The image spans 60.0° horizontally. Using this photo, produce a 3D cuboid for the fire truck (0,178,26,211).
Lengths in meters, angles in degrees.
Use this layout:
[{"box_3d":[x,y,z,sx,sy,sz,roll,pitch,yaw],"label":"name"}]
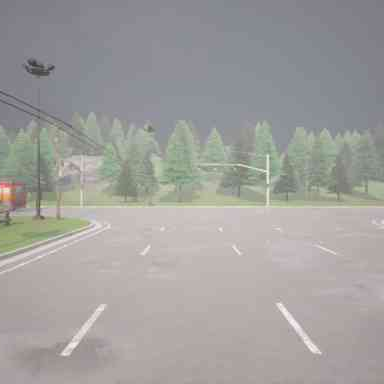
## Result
[{"box_3d":[-24.353,0.339,39.296,8.468,3.827,2.891,0,0,6],"label":"fire truck"}]
